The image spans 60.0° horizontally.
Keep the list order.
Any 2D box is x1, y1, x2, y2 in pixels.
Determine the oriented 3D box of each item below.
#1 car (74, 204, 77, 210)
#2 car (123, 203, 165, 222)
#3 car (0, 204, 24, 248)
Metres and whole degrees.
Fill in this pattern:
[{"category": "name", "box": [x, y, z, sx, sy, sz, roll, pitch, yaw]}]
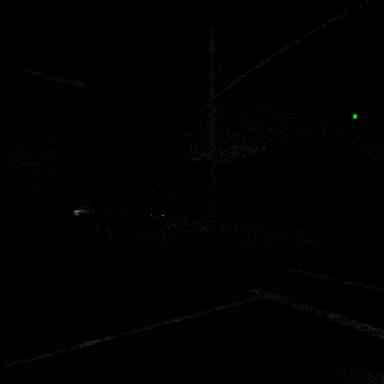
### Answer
[{"category": "car", "box": [-17.489, 1.701, 46.469, 1.837, 1.490, 4.892, 0, 0, -35]}, {"category": "car", "box": [-3.982, 1.673, 27.068, 1.837, 1.490, 4.892, 0, 0, -35]}, {"category": "car", "box": [-8.949, 1.520, 15.111, 1.905, 1.878, 3.866, 0, 0, -36]}]
